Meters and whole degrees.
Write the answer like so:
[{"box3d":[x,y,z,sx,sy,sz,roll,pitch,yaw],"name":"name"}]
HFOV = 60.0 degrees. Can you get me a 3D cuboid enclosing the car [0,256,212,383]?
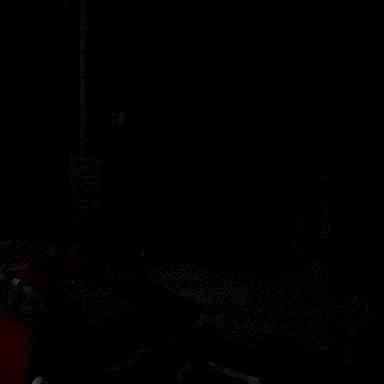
[{"box3d":[-1.886,1.544,4.424,4.507,1.381,1.887,0,0,36],"name":"car"}]
